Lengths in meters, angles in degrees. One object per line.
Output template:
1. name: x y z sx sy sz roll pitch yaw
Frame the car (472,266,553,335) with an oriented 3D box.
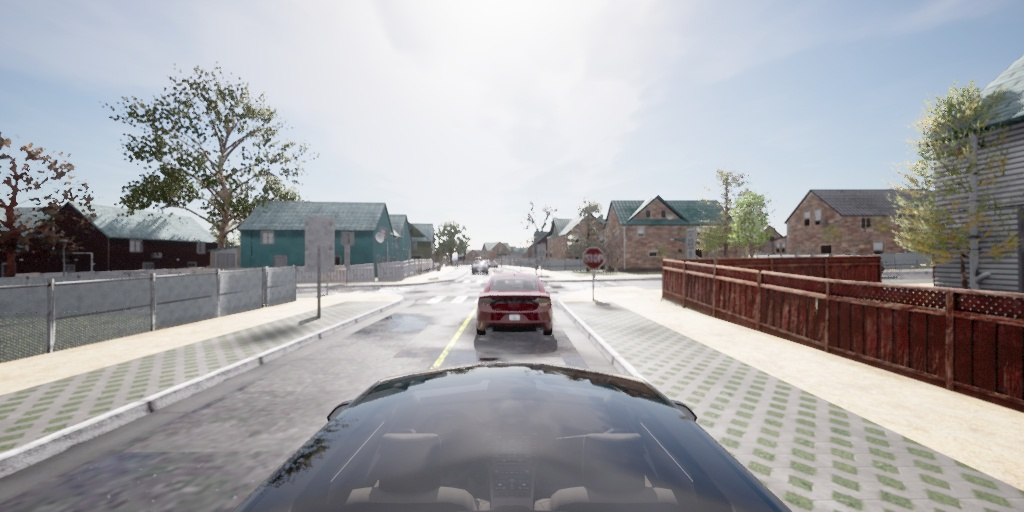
1. car: 0.069 1.223 10.492 1.882 1.535 5.008 0 0 0

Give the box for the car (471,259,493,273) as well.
1. car: -3.571 1.321 40.499 2.128 1.511 4.902 0 0 -4

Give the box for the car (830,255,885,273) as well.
1. car: 21.547 0.687 23.673 4.902 1.511 2.128 -1 0 0

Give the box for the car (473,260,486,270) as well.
1. car: -5.216 1.411 56.552 1.837 1.490 4.892 0 -1 -8
